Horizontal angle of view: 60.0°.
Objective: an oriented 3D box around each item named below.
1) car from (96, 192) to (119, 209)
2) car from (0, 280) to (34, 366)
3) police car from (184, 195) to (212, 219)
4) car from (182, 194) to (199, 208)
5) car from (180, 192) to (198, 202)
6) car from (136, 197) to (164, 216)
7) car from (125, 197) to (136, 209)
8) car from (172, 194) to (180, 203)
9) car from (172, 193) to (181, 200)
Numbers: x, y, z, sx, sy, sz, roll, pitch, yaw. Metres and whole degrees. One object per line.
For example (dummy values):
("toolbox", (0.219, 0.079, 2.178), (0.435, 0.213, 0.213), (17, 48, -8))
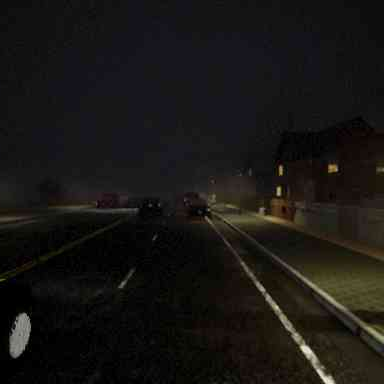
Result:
("car", (-10.921, 1.068, 43.513), (2.150, 2.045, 5.566), (0, 1, -3))
("car", (-3.166, 1.468, 2.737), (1.882, 1.535, 5.008), (0, 0, 0))
("police car", (0.539, 1.314, 27.715), (1.930, 1.638, 5.238), (0, 0, -2))
("car", (0.176, 1.330, 37.666), (1.882, 1.535, 5.008), (0, 0, -2))
("car", (-0.098, 1.055, 43.726), (2.150, 2.045, 5.566), (0, 0, -3))
("car", (-3.725, 1.232, 31.316), (2.097, 1.767, 4.553), (0, 0, -2))
("car", (-7.681, 1.369, 43.782), (1.812, 1.442, 4.674), (0, 0, -3))
("car", (-2.079, 1.127, 61.314), (2.097, 1.767, 4.553), (0, 0, -4))
("car", (-4.042, 1.117, 85.505), (1.882, 1.535, 5.008), (0, 0, -5))
